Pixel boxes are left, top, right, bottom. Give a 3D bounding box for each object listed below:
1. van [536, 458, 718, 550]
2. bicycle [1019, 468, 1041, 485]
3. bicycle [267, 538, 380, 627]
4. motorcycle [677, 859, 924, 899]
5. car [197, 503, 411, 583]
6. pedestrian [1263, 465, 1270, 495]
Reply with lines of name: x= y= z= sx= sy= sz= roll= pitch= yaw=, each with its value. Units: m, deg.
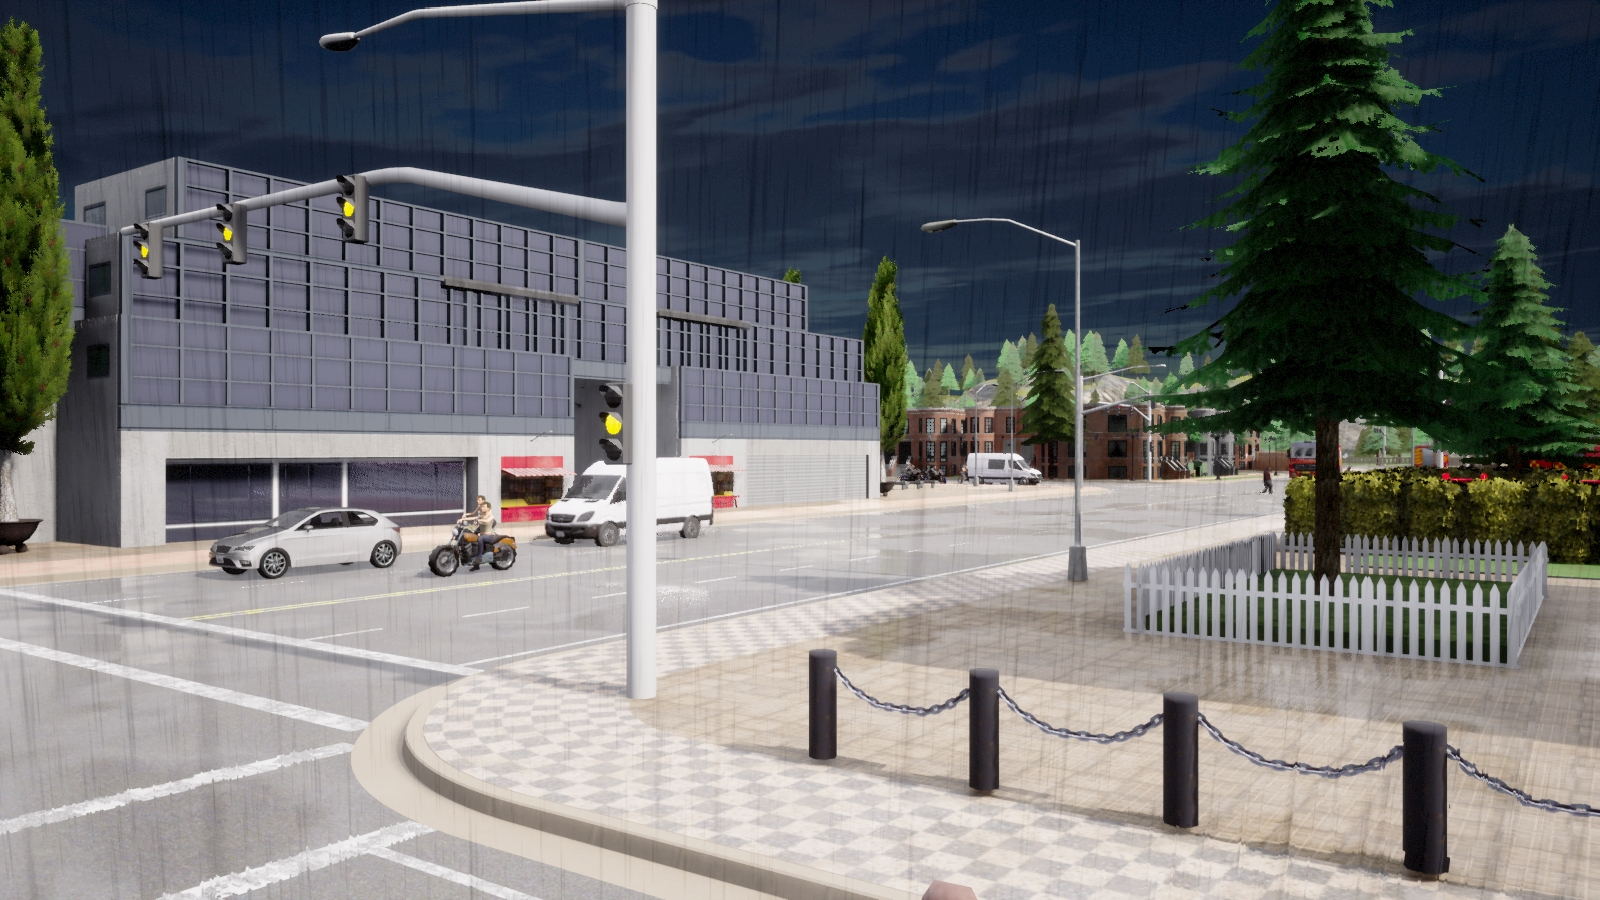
van: x=-5.172 y=1.534 z=35.076 sx=1.988 sy=2.561 sz=5.915 roll=0 pitch=0 yaw=35
bicycle: x=18.764 y=2.158 z=93.166 sx=1.487 sy=1.276 sz=0.859 roll=0 pitch=0 yaw=36
bicycle: x=-7.851 y=2.158 z=18.858 sx=0.859 sy=1.276 sz=1.487 roll=0 pitch=0 yaw=36
motorcycle: x=0.509 y=2.205 z=3.428 sx=2.209 sy=1.251 sz=0.867 roll=0 pitch=0 yaw=35
car: x=-11.323 y=2.066 z=26.349 sx=1.816 sy=1.474 sz=4.193 roll=0 pitch=0 yaw=35
pedestrian: x=28.924 y=1.848 z=70.821 sx=0.375 sy=1.860 sz=0.375 roll=0 pitch=0 yaw=31
